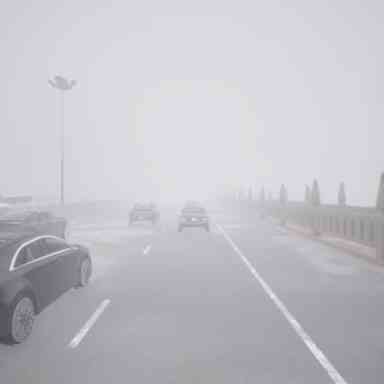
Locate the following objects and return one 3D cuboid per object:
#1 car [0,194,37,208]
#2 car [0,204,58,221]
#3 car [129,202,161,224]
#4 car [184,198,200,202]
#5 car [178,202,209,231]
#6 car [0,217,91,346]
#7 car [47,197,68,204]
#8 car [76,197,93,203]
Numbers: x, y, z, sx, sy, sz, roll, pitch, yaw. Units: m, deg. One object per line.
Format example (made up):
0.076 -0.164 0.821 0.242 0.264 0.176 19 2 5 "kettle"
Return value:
-14.080 1.220 25.746 2.150 2.045 5.566 0 0 0 "car"
-6.899 1.505 14.442 1.837 1.490 4.892 0 0 0 "car"
-3.397 1.492 24.473 2.128 1.511 4.902 0 0 0 "car"
0.027 1.527 42.288 1.812 1.442 4.674 0 0 -1 "car"
0.103 1.548 20.622 2.033 1.411 5.357 0 0 0 "car"
-3.400 1.491 6.327 2.128 1.511 4.902 0 0 0 "car"
-21.310 1.480 52.989 1.882 1.535 5.008 0 0 -1 "car"
-17.875 1.554 55.462 1.812 1.442 4.674 0 0 -2 "car"
